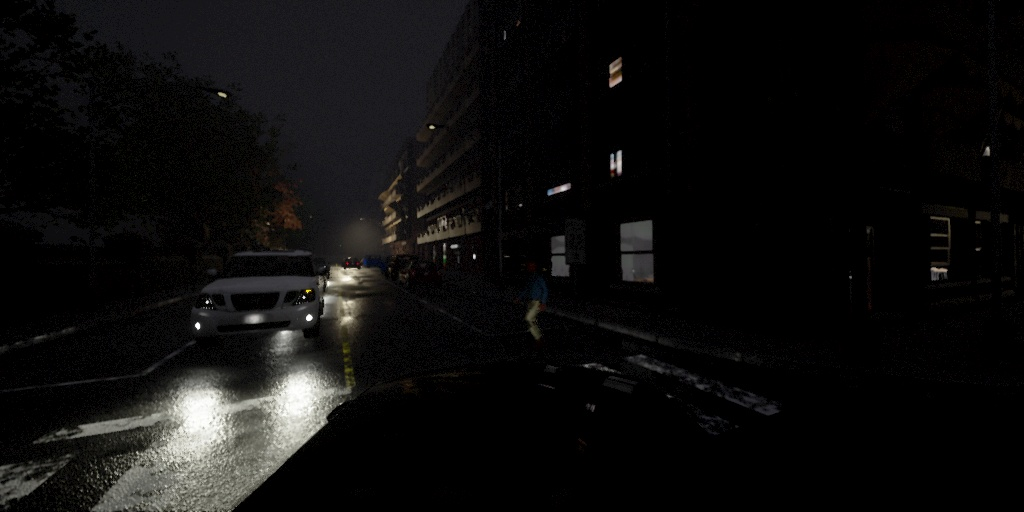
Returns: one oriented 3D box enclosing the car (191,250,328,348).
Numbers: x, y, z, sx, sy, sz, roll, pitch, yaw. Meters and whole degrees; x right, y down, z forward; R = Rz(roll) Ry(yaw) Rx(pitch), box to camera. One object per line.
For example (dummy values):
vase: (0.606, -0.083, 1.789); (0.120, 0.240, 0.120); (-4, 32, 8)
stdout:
car: (-6.193, 0.851, 9.403); (2.150, 2.045, 5.566); (0, 1, -26)

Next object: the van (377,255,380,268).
van: (-10.358, 0.796, 30.982); (1.690, 1.789, 3.998); (0, 0, -26)

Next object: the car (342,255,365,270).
car: (-19.687, 0.920, 44.075); (2.033, 1.411, 5.357); (0, 1, -26)

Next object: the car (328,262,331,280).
car: (-10.581, 1.130, 18.331); (1.994, 1.385, 4.181); (0, 1, -26)

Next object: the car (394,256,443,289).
car: (-5.477, 0.965, 21.072); (1.967, 1.591, 4.097); (0, 0, -26)

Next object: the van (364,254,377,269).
van: (-17.681, 0.691, 45.847); (1.690, 1.789, 3.998); (0, 0, -26)

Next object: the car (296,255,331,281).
car: (-15.012, 0.855, 27.334); (2.097, 1.767, 4.553); (0, 1, -26)

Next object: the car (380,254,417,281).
car: (-7.918, 0.805, 26.027); (2.192, 1.841, 5.009); (0, 0, -26)

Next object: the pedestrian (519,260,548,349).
pedestrian: (0.455, 0.920, 7.179); (0.375, 1.860, 0.375); (1, -1, -26)
